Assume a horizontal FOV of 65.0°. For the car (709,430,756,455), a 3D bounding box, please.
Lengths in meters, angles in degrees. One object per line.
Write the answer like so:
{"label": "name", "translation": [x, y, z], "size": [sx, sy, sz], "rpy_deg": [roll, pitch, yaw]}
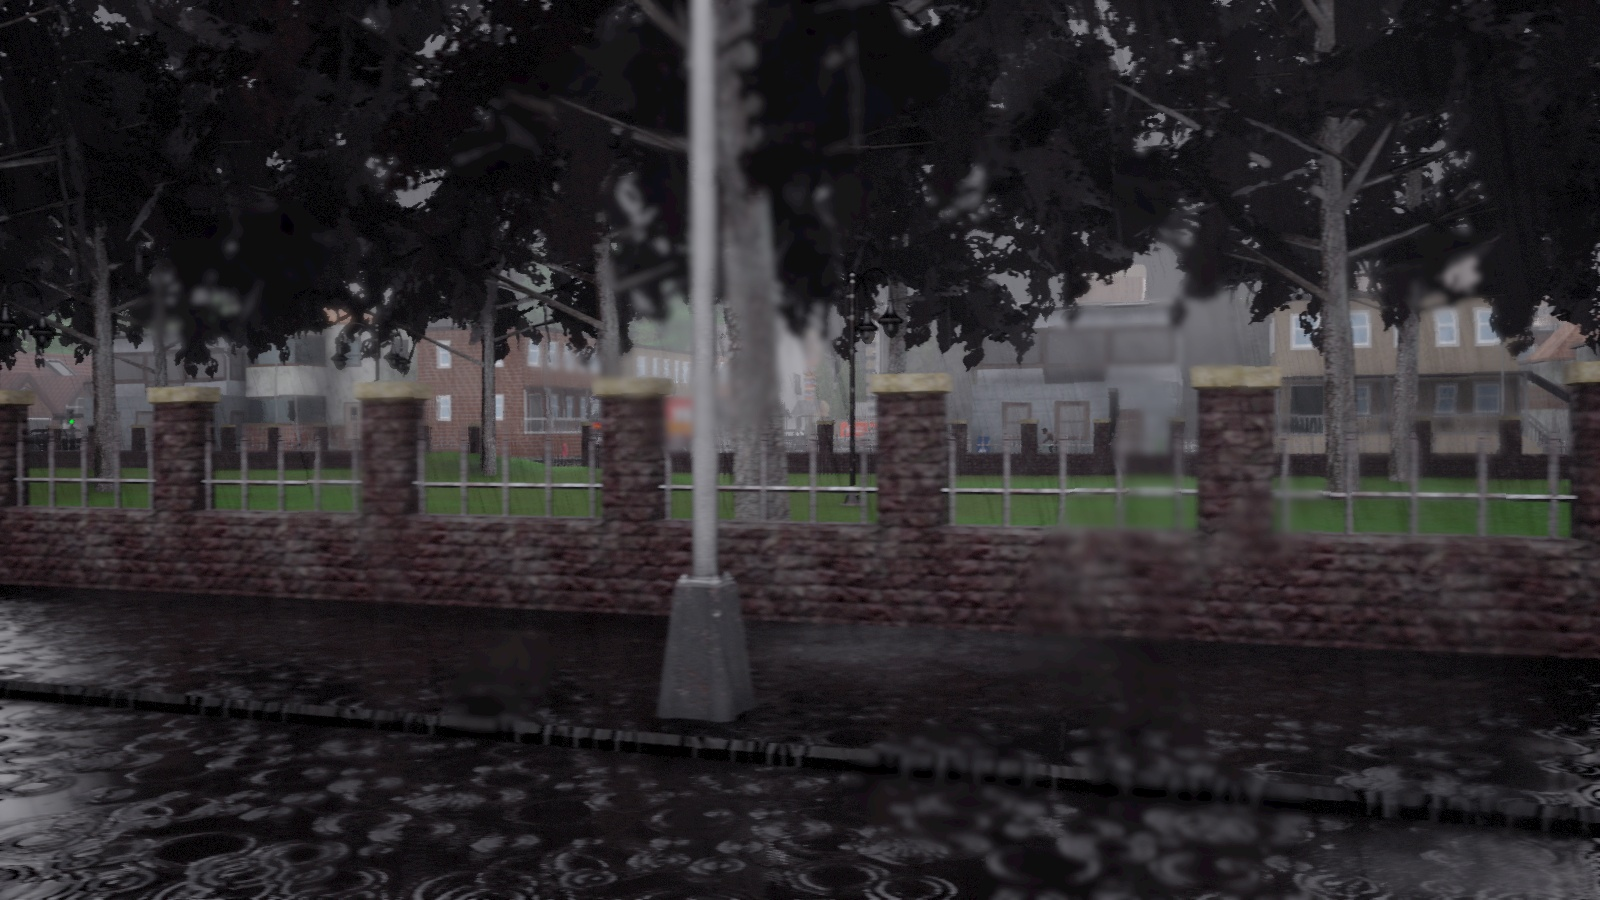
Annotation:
{"label": "car", "translation": [-4.307, -0.502, 80.603], "size": [1.789, 1.549, 3.705], "rpy_deg": [1, 1, 19]}

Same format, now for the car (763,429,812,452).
{"label": "car", "translation": [-0.871, -0.700, 90.737], "size": [2.033, 1.649, 4.856], "rpy_deg": [1, 1, 19]}

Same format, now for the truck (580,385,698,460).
{"label": "truck", "translation": [-8.563, -1.460, 68.024], "size": [2.891, 3.827, 8.468], "rpy_deg": [1, 1, 19]}

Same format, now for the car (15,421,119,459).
{"label": "car", "translation": [-37.408, -0.524, 64.108], "size": [4.605, 1.855, 1.932], "rpy_deg": [0, 1, 17]}
